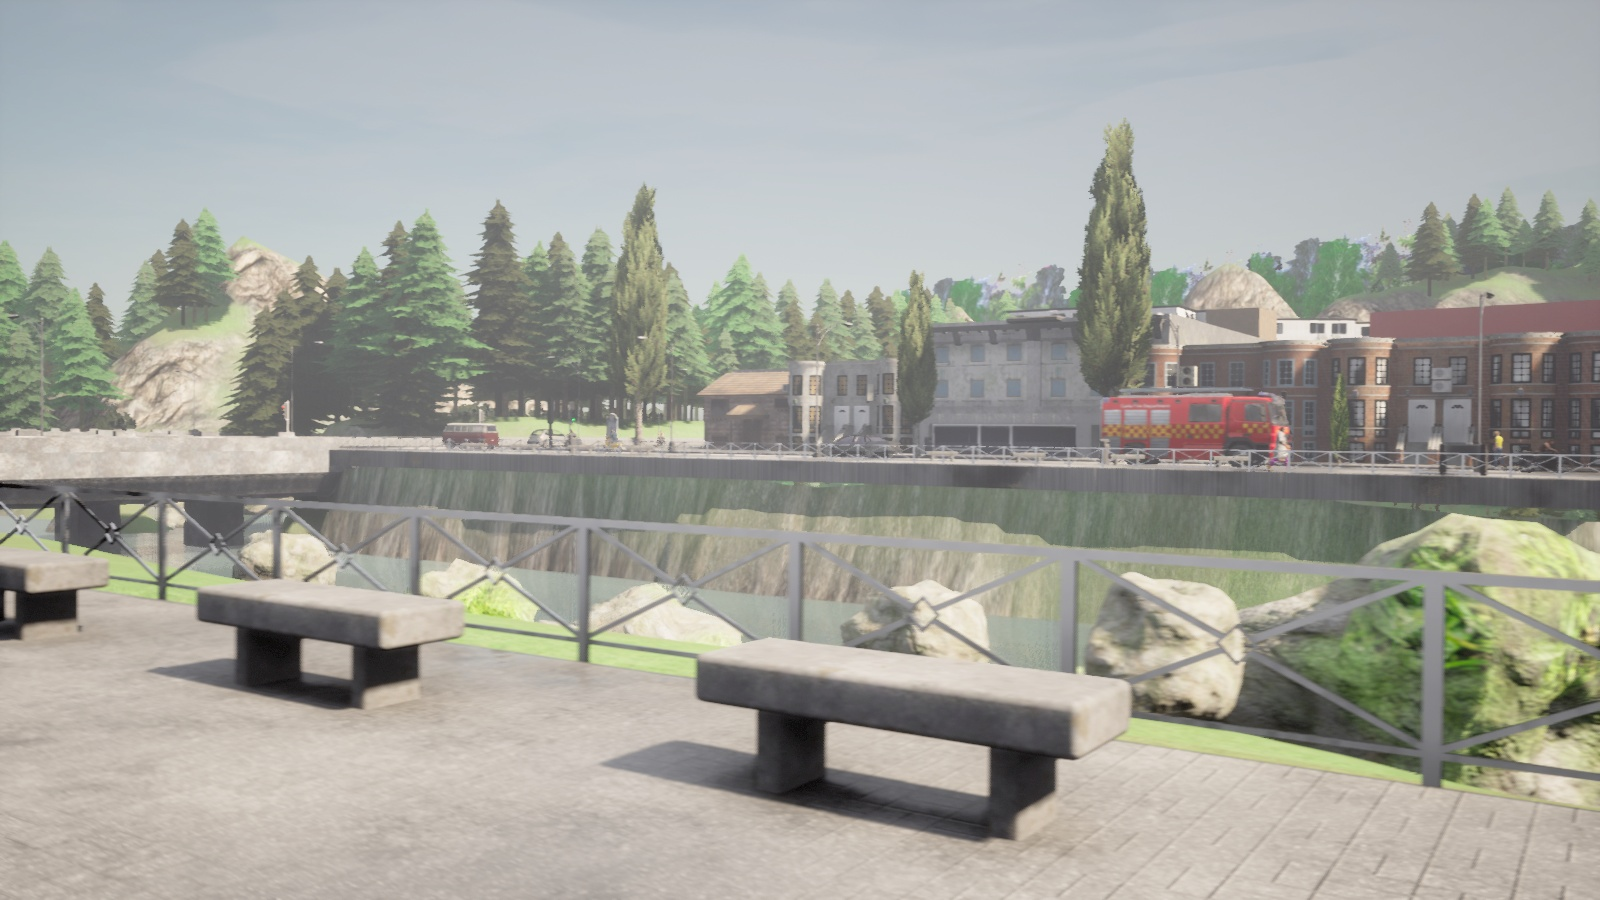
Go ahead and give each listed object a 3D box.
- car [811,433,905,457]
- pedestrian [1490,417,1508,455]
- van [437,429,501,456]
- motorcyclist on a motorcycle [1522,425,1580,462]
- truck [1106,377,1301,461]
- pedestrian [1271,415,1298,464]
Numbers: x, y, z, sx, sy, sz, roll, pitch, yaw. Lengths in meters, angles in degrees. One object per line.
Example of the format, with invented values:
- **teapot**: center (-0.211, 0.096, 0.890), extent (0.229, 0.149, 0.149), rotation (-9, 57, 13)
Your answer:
- **car**: center (3.470, -0.289, 75.933), extent (5.357, 1.411, 2.033), rotation (0, 1, 34)
- **pedestrian**: center (33.801, -0.694, 60.734), extent (0.354, 1.836, 0.706), rotation (-1, 1, -31)
- **van**: center (-24.774, -0.575, 93.989), extent (4.442, 1.987, 1.775), rotation (0, 1, 22)
- **motorcyclist on a motorcycle**: center (31.443, -0.289, 52.559), extent (2.044, 1.523, 0.797), rotation (0, 1, 34)
- **truck**: center (19.382, -1.435, 60.545), extent (8.468, 3.827, 2.891), rotation (0, 1, 34)
- **pedestrian**: center (19.483, -0.425, 50.512), extent (0.873, 1.952, 0.659), rotation (0, 1, 32)
